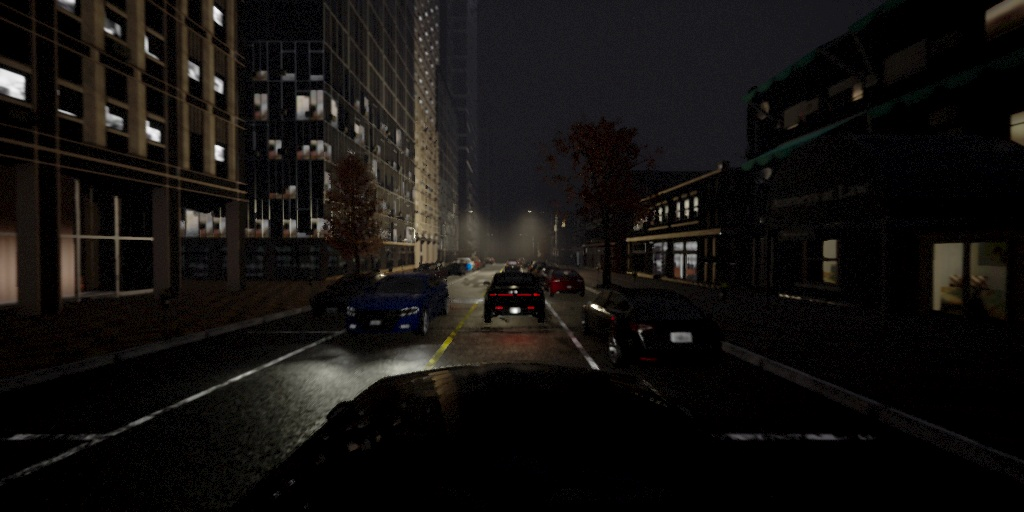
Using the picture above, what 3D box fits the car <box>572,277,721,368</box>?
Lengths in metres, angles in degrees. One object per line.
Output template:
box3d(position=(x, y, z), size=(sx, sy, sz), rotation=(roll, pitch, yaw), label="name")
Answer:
box3d(position=(2.690, 1.326, 7.747), size=(1.948, 1.339, 4.313), rotation=(0, 0, 0), label="car")

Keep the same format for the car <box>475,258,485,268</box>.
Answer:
box3d(position=(-5.702, 1.150, 52.954), size=(2.192, 1.841, 5.009), rotation=(0, 0, 0), label="car")

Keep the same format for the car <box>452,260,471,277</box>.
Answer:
box3d(position=(-5.659, 1.371, 36.022), size=(1.948, 1.339, 4.313), rotation=(0, 0, 0), label="car")

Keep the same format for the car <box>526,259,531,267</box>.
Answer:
box3d(position=(2.688, 1.246, 35.966), size=(1.967, 1.591, 4.097), rotation=(0, 0, 0), label="car")

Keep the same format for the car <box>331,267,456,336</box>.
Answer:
box3d(position=(-3.100, 1.242, 10.640), size=(1.882, 1.535, 5.008), rotation=(0, 0, 0), label="car")

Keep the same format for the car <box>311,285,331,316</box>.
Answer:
box3d(position=(-5.658, 1.334, 13.445), size=(1.948, 1.339, 4.313), rotation=(0, 0, 0), label="car")

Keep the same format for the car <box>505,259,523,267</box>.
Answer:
box3d(position=(0.098, 1.391, 48.174), size=(1.994, 1.385, 4.181), rotation=(0, 0, 0), label="car")

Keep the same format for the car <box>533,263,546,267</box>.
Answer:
box3d(position=(2.689, 1.369, 24.679), size=(1.802, 1.307, 4.207), rotation=(0, 0, 0), label="car")

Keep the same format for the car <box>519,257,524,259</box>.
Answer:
box3d(position=(2.686, 1.296, 64.187), size=(1.967, 1.591, 4.097), rotation=(0, 0, 0), label="car")

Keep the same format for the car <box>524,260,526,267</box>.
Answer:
box3d(position=(2.688, 1.382, 41.611), size=(1.948, 1.339, 4.313), rotation=(0, 0, 0), label="car")

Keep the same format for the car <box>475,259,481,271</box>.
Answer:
box3d(position=(-5.677, 1.376, 47.310), size=(2.007, 1.370, 4.403), rotation=(0, 0, 0), label="car")

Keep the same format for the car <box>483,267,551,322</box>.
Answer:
box3d(position=(0.057, 1.271, 12.303), size=(1.837, 1.490, 4.892), rotation=(0, 0, -1), label="car")

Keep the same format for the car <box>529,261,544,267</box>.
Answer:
box3d(position=(2.689, 1.322, 30.493), size=(1.751, 1.417, 4.829), rotation=(0, 0, 0), label="car")

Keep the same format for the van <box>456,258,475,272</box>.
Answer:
box3d(position=(-5.663, 1.156, 41.665), size=(1.690, 1.789, 3.998), rotation=(0, 0, 0), label="van")

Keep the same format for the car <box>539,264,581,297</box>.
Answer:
box3d(position=(2.689, 1.323, 19.035), size=(1.888, 1.381, 4.507), rotation=(0, 0, 0), label="car")

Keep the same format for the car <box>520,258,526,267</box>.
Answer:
box3d(position=(2.687, 1.412, 58.543), size=(1.948, 1.339, 4.313), rotation=(0, 0, 0), label="car")

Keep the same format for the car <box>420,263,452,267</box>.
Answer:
box3d(position=(-5.659, 1.226, 24.733), size=(1.967, 1.591, 4.097), rotation=(0, 0, 0), label="car")

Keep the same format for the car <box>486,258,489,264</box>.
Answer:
box3d(position=(-5.695, 1.422, 64.242), size=(1.948, 1.339, 4.313), rotation=(0, 0, 0), label="car")
